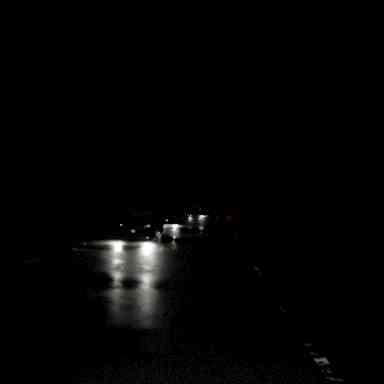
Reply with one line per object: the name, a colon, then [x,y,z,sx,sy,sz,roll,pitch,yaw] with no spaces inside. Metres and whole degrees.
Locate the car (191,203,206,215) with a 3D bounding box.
car: [0.776,2.300,45.450,1.812,1.442,4.674,1,-1,11]

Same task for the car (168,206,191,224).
car: [-1.702,1.956,29.415,2.033,1.411,5.357,1,-1,7]

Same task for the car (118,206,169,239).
car: [-2.737,1.715,18.874,1.812,1.442,4.674,1,-1,5]

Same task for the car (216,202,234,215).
car: [4.693,2.262,46.856,2.097,1.767,4.553,1,-1,12]
